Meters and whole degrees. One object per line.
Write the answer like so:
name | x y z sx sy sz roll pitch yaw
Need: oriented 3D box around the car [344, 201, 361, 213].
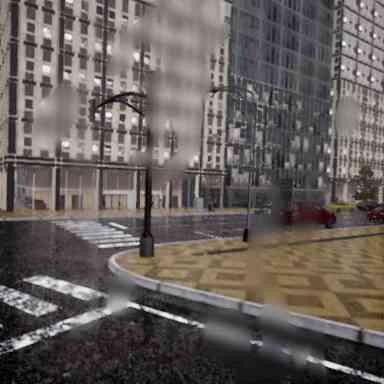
car | 17.081 1.644 38.429 4.829 1.417 1.752 1 2 -34

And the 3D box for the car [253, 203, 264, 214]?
car | 7.850 1.508 32.145 4.403 1.369 2.008 1 2 -34

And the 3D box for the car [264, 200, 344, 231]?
car | 7.601 1.530 22.438 5.009 1.841 2.192 1 2 -34

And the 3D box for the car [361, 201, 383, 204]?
car | 21.906 1.769 41.716 4.313 1.339 1.947 1 2 -34

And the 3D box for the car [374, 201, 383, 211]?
car | 26.591 1.868 44.907 4.206 1.307 1.802 1 2 -34

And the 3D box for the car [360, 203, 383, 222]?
car | 16.963 1.923 28.824 4.507 1.381 1.887 1 2 -34
